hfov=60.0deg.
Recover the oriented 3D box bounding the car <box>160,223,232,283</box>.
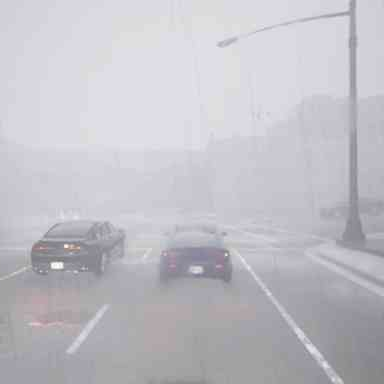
[{"bbox_3d":[0.106,1.641,9.920,1.812,1.442,4.674,0,-1,0],"label":"car"}]

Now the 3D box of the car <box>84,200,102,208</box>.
[{"bbox_3d":[-18.678,2.210,62.974,2.128,1.511,4.902,0,-1,-1],"label":"car"}]

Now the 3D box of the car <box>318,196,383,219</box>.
[{"bbox_3d":[12.506,1.193,26.350,4.892,1.490,1.837,-7,-1,0],"label":"car"}]

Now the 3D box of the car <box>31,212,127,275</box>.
[{"bbox_3d":[-3.401,1.631,10.820,1.837,1.490,4.892,0,0,0],"label":"car"}]

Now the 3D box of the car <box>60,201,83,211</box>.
[{"bbox_3d":[-18.449,2.147,51.014,1.994,1.385,4.181,0,-1,-1],"label":"car"}]

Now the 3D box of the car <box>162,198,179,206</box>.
[{"bbox_3d":[-4.704,2.194,73.364,2.097,1.767,4.553,0,-1,6],"label":"car"}]

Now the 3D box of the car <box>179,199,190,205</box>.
[{"bbox_3d":[-2.198,2.472,82.998,1.812,1.442,4.674,0,-1,24],"label":"car"}]

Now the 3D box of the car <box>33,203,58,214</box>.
[{"bbox_3d":[-18.256,2.084,42.203,1.895,1.301,4.718,0,-1,-1],"label":"car"}]

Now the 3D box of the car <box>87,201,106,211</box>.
[{"bbox_3d":[-14.990,2.127,52.566,1.812,1.442,4.674,0,-1,-1],"label":"car"}]

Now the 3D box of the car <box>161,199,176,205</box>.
[{"bbox_3d":[-5.882,2.503,83.211,1.994,1.385,4.181,0,-1,24],"label":"car"}]

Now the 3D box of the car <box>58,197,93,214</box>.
[{"bbox_3d":[-14.775,1.711,42.821,2.150,2.045,5.566,0,-1,-1],"label":"car"}]
